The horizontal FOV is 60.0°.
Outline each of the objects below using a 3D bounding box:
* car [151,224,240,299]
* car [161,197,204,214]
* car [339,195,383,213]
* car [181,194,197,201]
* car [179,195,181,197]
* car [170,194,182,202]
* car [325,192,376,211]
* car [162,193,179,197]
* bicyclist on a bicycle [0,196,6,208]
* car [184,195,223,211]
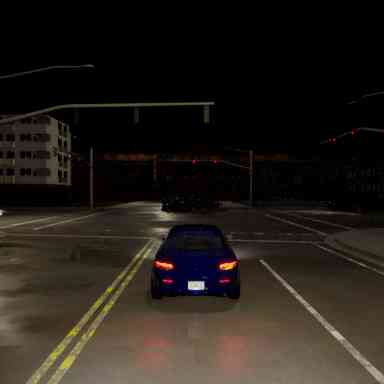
[{"bbox_3d":[0.077,1.526,8.312,1.812,1.442,4.674,0,0,0],"label":"car"},{"bbox_3d":[-1.098,1.531,34.780,4.181,1.385,1.994,0,0,4],"label":"car"},{"bbox_3d":[18.306,1.332,34.072,5.008,1.535,1.882,-1,0,1],"label":"car"},{"bbox_3d":[-0.816,1.355,83.311,2.097,1.767,4.553,0,0,27],"label":"car"},{"bbox_3d":[-3.624,1.526,63.622,1.812,1.442,4.674,0,0,1],"label":"car"},{"bbox_3d":[-3.524,1.355,73.499,2.097,1.767,4.553,0,0,2],"label":"car"},{"bbox_3d":[18.086,1.076,37.585,5.566,2.045,2.150,-2,0,0],"label":"car"},{"bbox_3d":[-3.636,1.221,53.985,2.150,2.045,5.566,0,0,-1],"label":"car"},{"bbox_3d":[-25.479,1.300,44.831,0.582,1.620,1.656,0,0,0],"label":"bicyclist on a bicycle"},{"bbox_3d":[1.513,1.473,41.016,4.902,1.511,2.128,-1,0,44],"label":"car"}]
